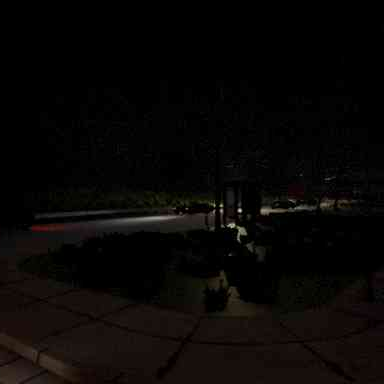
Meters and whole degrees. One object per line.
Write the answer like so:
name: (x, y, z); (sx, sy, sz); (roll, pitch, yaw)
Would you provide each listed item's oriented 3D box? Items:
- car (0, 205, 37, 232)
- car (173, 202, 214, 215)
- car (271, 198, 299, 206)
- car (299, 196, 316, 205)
car: (-10.942, 1.474, 17.920); (2.128, 1.511, 4.902); (0, 0, 36)
car: (0.188, 1.639, 33.189); (1.895, 1.301, 4.718); (0, 0, 36)
car: (11.912, 1.550, 43.367); (1.994, 1.385, 4.181); (0, 0, 36)
car: (17.653, 1.338, 51.416); (2.097, 1.767, 4.553); (0, 0, 36)
